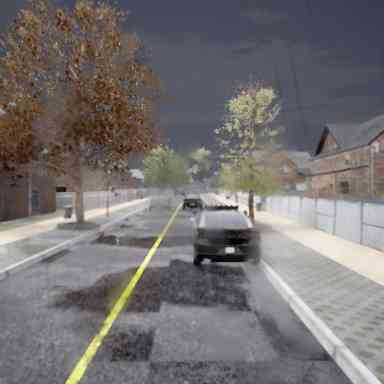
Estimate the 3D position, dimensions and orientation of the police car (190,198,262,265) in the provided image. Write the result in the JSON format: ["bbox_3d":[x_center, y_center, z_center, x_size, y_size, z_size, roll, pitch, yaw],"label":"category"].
[{"bbox_3d":[0.970,1.231,11.059,1.930,1.638,5.238,0,1,0],"label":"police car"}]

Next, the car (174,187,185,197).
[{"bbox_3d":[-2.701,-0.023,72.173,2.150,2.045,5.566,0,1,0],"label":"car"}]

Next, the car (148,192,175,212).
[{"bbox_3d":[-2.824,0.997,30.582,1.812,1.442,4.674,0,1,0],"label":"car"}]

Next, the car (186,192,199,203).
[{"bbox_3d":[0.071,0.707,47.869,1.812,1.442,4.674,0,1,1],"label":"car"}]

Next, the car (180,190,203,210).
[{"bbox_3d":[0.067,0.905,33.188,1.882,1.535,5.008,0,1,1],"label":"car"}]
